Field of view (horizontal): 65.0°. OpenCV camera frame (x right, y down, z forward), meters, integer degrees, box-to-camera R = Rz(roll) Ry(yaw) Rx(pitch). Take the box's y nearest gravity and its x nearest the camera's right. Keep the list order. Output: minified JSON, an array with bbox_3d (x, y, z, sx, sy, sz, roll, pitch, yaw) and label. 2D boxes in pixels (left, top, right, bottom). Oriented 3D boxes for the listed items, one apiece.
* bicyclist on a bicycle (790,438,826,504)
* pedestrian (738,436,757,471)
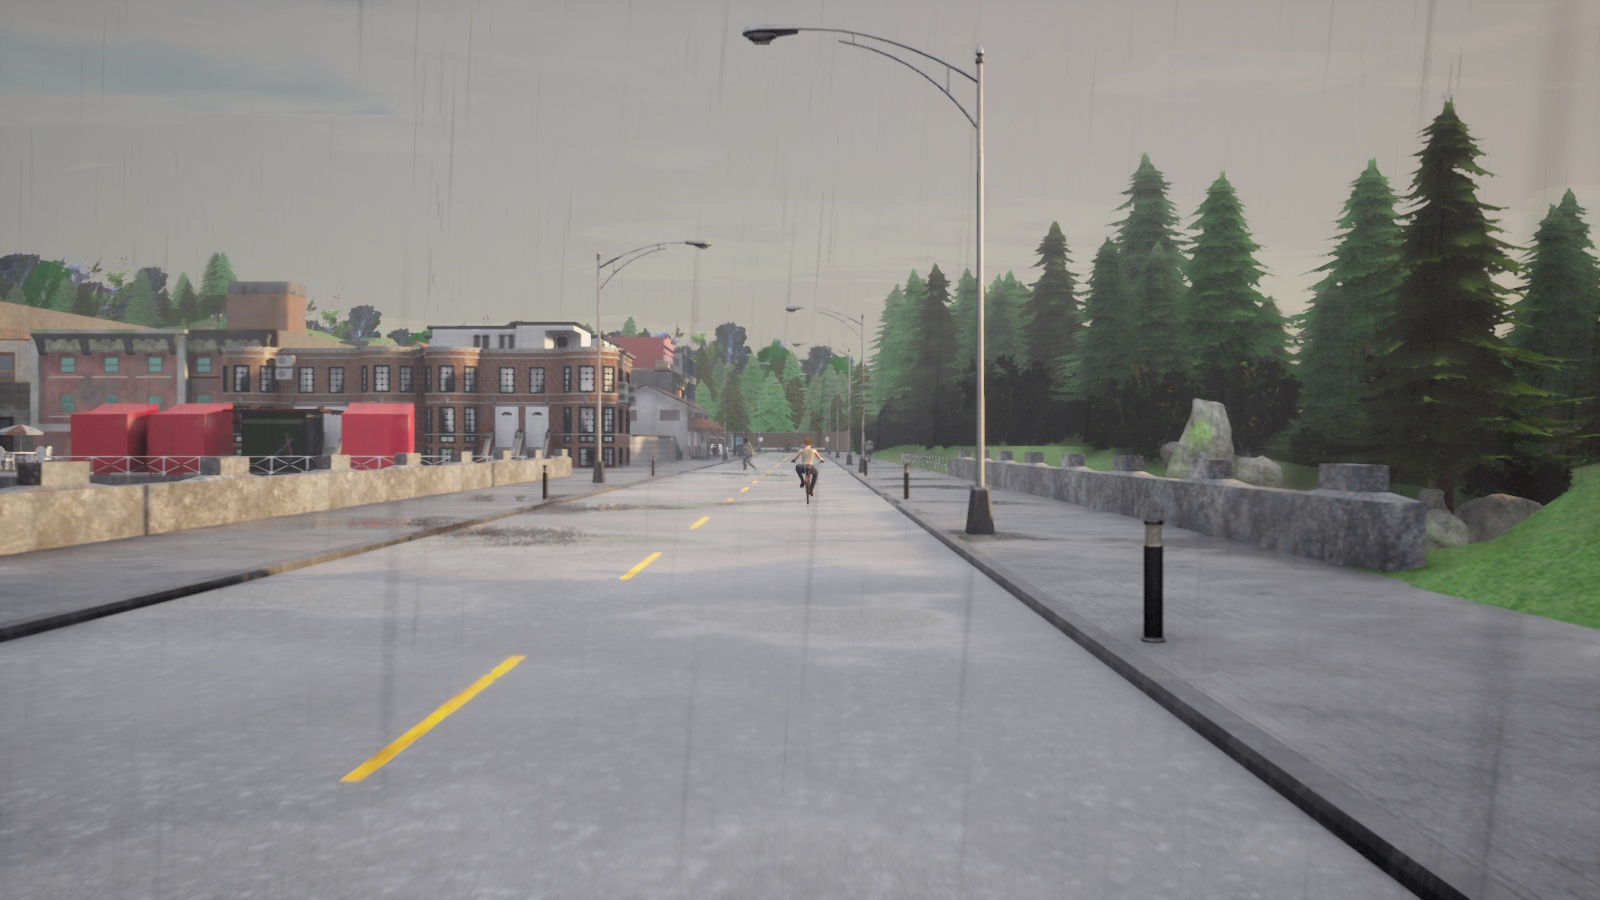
[{"bbox_3d":[0.193,0.507,31.269,0.866,1.612,1.509,0,0,0],"label":"bicyclist on a bicycle"},{"bbox_3d":[-2.765,0.171,66.201,0.900,1.855,0.874,0,0,-8],"label":"pedestrian"}]
